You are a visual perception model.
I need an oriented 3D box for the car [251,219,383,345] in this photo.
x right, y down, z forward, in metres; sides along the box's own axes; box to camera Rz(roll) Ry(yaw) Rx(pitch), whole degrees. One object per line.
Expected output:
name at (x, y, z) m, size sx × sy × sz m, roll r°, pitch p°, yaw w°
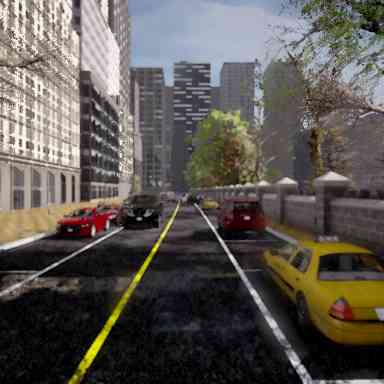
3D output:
car at (2.549, 1.504, 6.517) m, size 1.752 × 1.417 × 4.829 m, roll 0°, pitch 0°, yaw 0°

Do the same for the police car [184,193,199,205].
police car at (0.026, 1.232, 54.248) m, size 1.930 × 1.638 × 5.238 m, roll 0°, pitch 0°, yaw -2°

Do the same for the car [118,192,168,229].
car at (-2.991, 1.150, 21.433) m, size 2.150 × 2.045 × 5.566 m, roll 0°, pitch 0°, yaw -1°

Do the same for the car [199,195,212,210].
car at (2.128, 1.388, 39.802) m, size 1.752 × 1.417 × 4.829 m, roll 0°, pitch 0°, yaw -1°

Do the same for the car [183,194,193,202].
car at (-0.714, 1.198, 70.350) m, size 1.801 × 1.575 × 5.366 m, roll 0°, pitch 0°, yaw 3°

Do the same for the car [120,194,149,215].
car at (-5.782, 1.199, 33.985) m, size 2.192 × 1.841 × 5.009 m, roll 0°, pitch 0°, yaw -1°

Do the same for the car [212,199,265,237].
car at (2.475, 1.257, 17.443) m, size 2.192 × 1.841 × 5.009 m, roll 0°, pitch 0°, yaw -1°

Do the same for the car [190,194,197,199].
car at (0.524, 1.219, 95.100) m, size 1.802 × 1.307 × 4.206 m, roll 0°, pitch 0°, yaw -2°

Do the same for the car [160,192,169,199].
car at (-7.332, 0.978, 89.407) m, size 2.192 × 1.841 × 5.009 m, roll 0°, pitch 0°, yaw -2°

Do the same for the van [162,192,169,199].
van at (-7.500, 0.980, 94.946) m, size 1.690 × 1.788 × 3.998 m, roll 0°, pitch 0°, yaw -2°

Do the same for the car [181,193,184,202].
car at (-0.738, 1.293, 63.917) m, size 1.812 × 1.442 × 4.674 m, roll 0°, pitch 0°, yaw -14°

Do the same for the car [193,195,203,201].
car at (1.201, 1.297, 72.911) m, size 1.947 × 1.339 × 4.313 m, roll 0°, pitch 0°, yaw -2°

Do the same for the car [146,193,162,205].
car at (-6.320, 1.115, 56.174) m, size 2.192 × 1.841 × 5.009 m, roll 0°, pitch 0°, yaw -2°

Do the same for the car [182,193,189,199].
car at (-1.820, 1.085, 87.951) m, size 1.882 × 1.535 × 5.008 m, roll 0°, pitch 0°, yaw -2°

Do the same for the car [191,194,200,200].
car at (0.862, 1.251, 84.006) m, size 1.947 × 1.339 × 4.313 m, roll 0°, pitch 0°, yaw -2°

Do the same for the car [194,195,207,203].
car at (1.539, 1.327, 61.817) m, size 2.008 × 1.369 × 4.403 m, roll 0°, pitch 0°, yaw -2°

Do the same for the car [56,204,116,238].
car at (-5.549, 1.488, 17.342) m, size 1.887 × 1.381 × 4.507 m, roll 0°, pitch 0°, yaw 0°

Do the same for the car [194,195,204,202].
car at (1.370, 1.335, 67.364) m, size 1.802 × 1.307 × 4.206 m, roll 0°, pitch 0°, yaw -2°

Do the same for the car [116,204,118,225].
car at (-5.612, 1.506, 22.892) m, size 1.802 × 1.307 × 4.206 m, roll 0°, pitch 0°, yaw -1°

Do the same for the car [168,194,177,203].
car at (-3.836, 1.319, 63.074) m, size 2.033 × 1.411 × 5.357 m, roll 0°, pitch 0°, yaw -1°

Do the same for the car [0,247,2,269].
car at (-5.475, 1.525, 6.247) m, size 1.887 × 1.381 × 4.507 m, roll 0°, pitch 0°, yaw 0°
